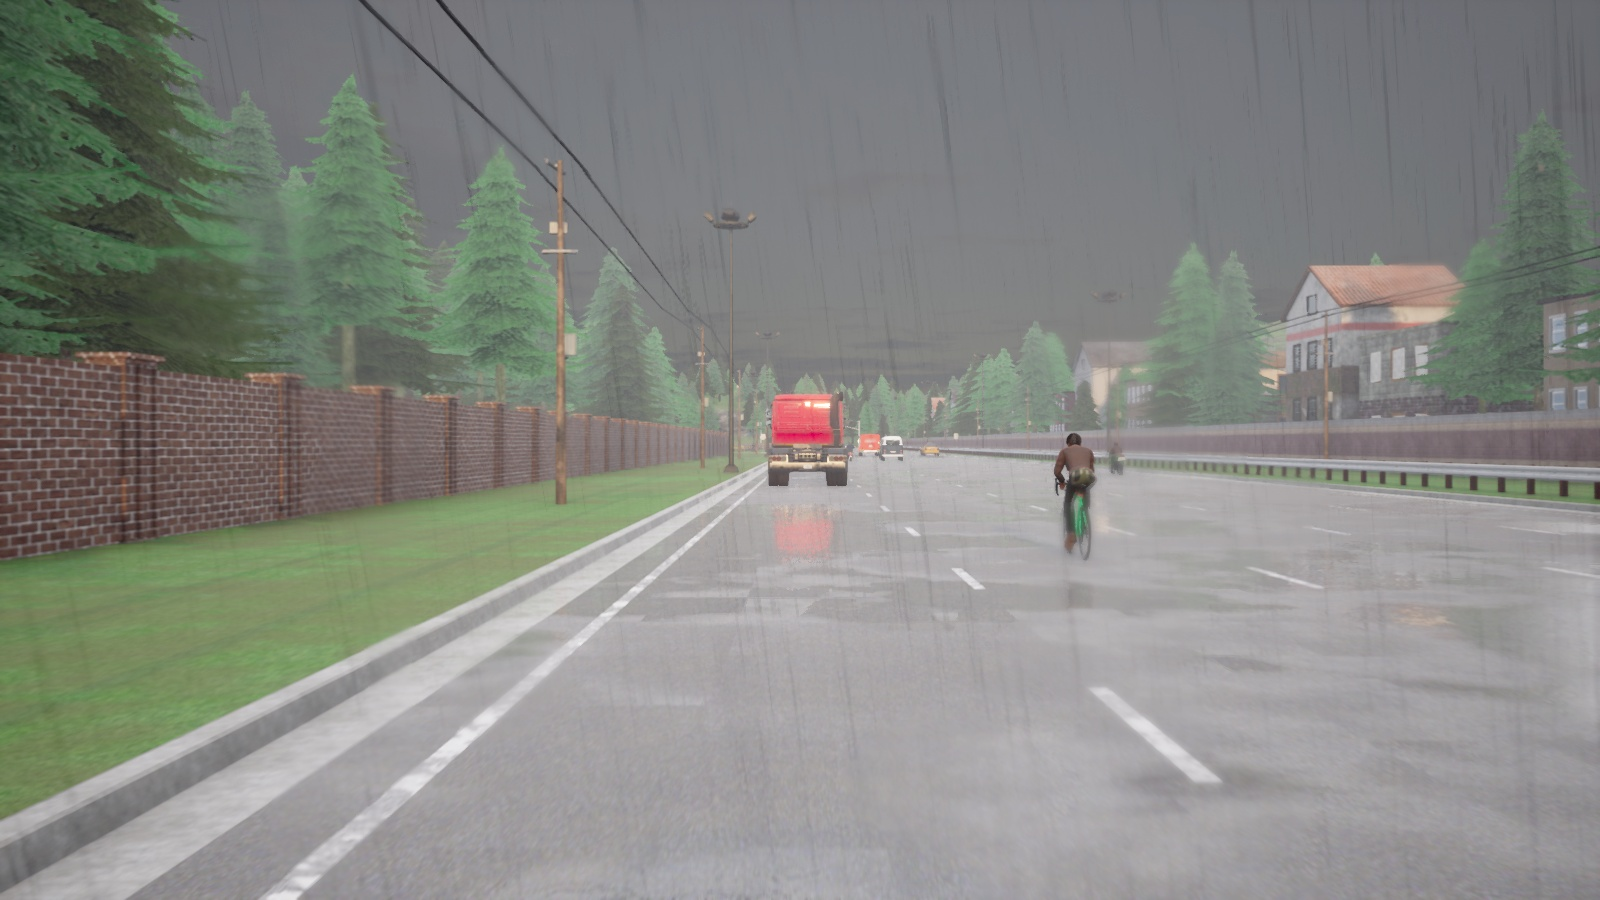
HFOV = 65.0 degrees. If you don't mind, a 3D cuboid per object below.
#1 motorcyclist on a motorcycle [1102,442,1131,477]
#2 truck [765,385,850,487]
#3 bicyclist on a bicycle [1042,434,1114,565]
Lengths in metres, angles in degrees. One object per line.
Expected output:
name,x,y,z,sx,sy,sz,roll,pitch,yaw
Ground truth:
motorcyclist on a motorcycle,14.340,0.420,56.885,0.797,1.523,2.044,0,0,0
truck,0.281,-0.497,46.442,2.891,3.462,7.936,0,0,0
bicyclist on a bicycle,3.609,0.610,16.398,0.582,1.620,1.656,0,0,0
